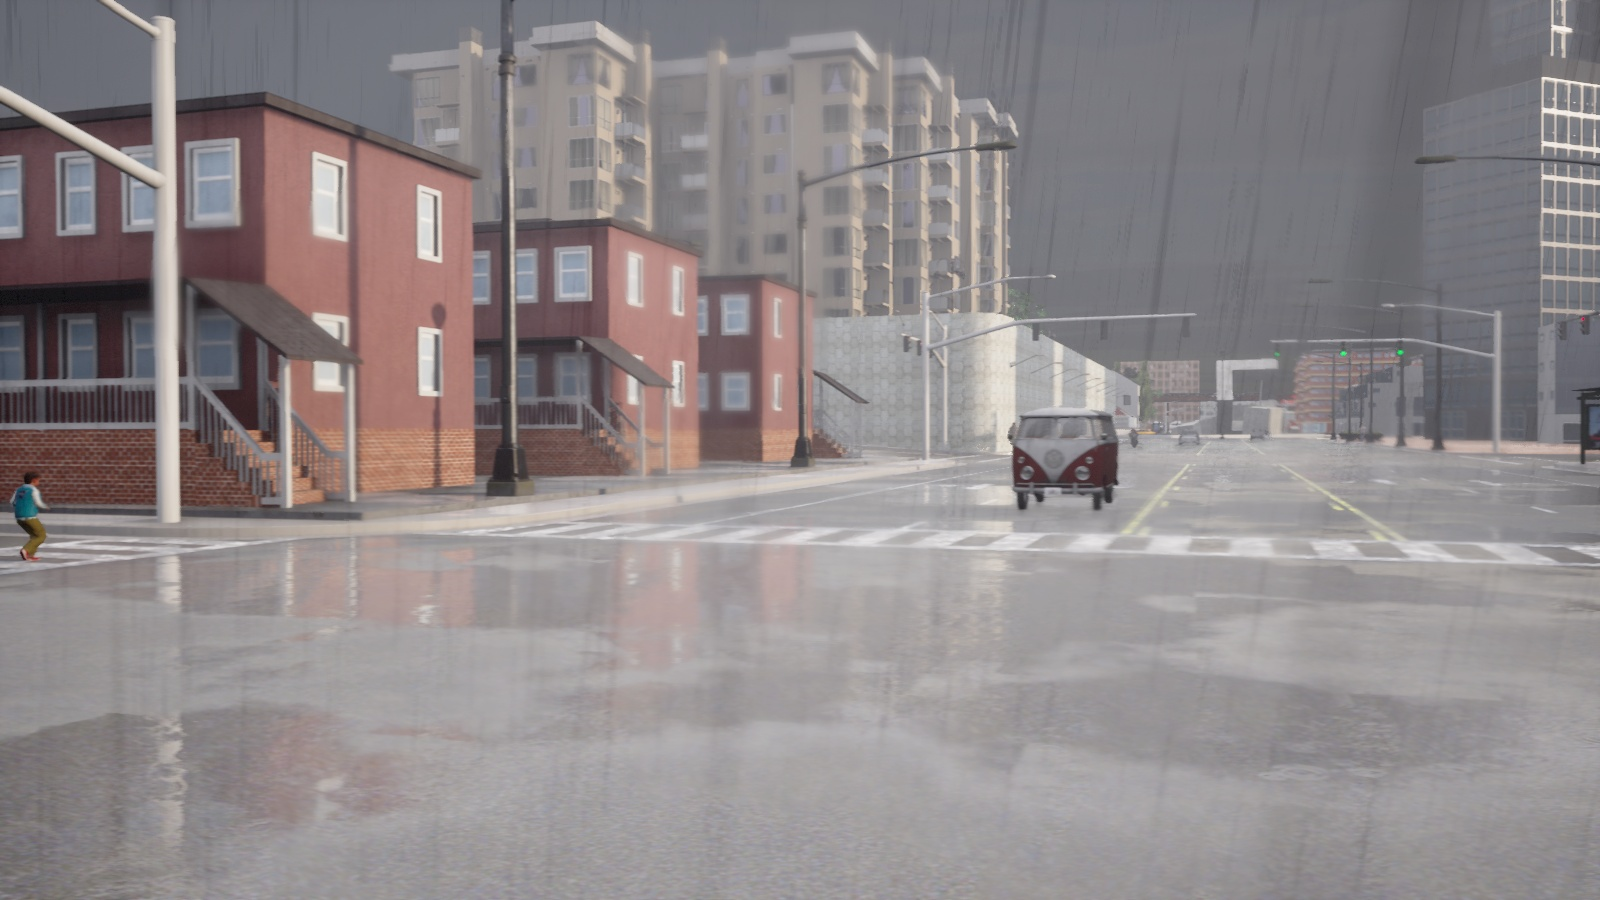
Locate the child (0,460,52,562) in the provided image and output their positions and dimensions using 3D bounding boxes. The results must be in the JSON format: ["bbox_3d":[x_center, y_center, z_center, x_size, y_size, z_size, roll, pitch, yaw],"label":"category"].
[{"bbox_3d":[-9.292,0.717,15.038,0.343,1.192,0.448,1,1,25],"label":"child"}]

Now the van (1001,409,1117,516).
[{"bbox_3d":[5.369,0.190,25.587,1.775,1.987,4.442,1,1,19],"label":"van"}]
